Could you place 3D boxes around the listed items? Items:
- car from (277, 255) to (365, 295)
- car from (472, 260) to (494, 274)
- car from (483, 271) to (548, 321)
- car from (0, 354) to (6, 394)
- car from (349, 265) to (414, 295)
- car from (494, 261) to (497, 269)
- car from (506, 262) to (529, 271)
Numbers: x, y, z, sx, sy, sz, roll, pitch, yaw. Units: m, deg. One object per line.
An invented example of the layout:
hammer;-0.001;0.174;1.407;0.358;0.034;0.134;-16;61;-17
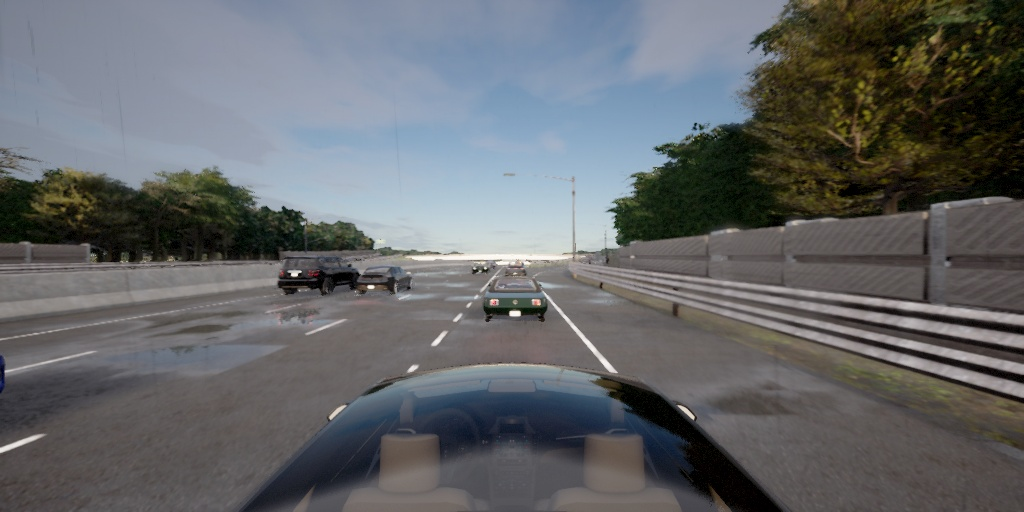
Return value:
car;-10.411;0.988;19.846;2.150;2.045;5.566;0;0;0
car;-3.524;1.387;41.927;1.895;1.301;4.718;0;0;0
car;0.093;1.360;12.463;1.895;1.301;4.718;0;0;0
car;-6.900;0.972;1.628;2.150;2.045;5.566;0;0;0
car;-6.911;1.272;19.982;1.837;1.490;4.892;0;0;0
car;-3.534;1.402;59.150;2.033;1.411;5.357;0;0;0
car;0.474;1.263;32.389;2.128;1.511;4.902;0;0;4
